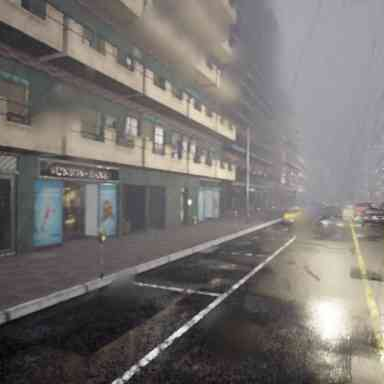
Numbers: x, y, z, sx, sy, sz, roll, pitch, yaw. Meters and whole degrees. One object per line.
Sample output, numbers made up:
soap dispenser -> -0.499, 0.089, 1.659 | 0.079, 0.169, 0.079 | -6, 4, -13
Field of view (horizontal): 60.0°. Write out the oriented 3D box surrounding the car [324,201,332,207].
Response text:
car -> 34.663, 3.073, 84.849 | 1.802, 1.307, 4.206 | 0, -1, 25

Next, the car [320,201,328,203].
car -> 20.576, 2.329, 53.944 | 1.967, 1.590, 4.097 | 0, -1, 25

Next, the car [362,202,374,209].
car -> 37.581, 2.876, 71.046 | 1.947, 1.339, 4.313 | 0, -1, 25

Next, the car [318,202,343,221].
car -> 14.375, 2.101, 33.952 | 2.033, 1.411, 5.357 | 0, -1, 25

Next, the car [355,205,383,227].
car -> 14.504, 2.007, 26.714 | 2.033, 1.411, 5.357 | 0, -1, 24

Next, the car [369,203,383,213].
car -> 28.191, 2.467, 50.444 | 2.008, 1.369, 4.403 | 0, -1, 25

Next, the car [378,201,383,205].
car -> 23.497, 2.042, 40.145 | 2.192, 1.841, 5.009 | 0, -1, 25

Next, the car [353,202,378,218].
car -> 19.713, 2.015, 38.270 | 2.097, 1.767, 4.553 | 0, -1, 25

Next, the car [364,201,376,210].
car -> 35.235, 2.649, 65.899 | 1.967, 1.590, 4.097 | 0, -1, 25

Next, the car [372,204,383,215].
car -> 25.843, 2.372, 45.293 | 2.008, 1.369, 4.403 | 0, -1, 25

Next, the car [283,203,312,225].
car -> 8.766, 1.949, 28.032 | 1.752, 1.417, 4.829 | 0, -1, 25

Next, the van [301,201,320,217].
van -> 13.533, 1.947, 38.492 | 1.690, 1.788, 3.998 | 0, -1, 25
